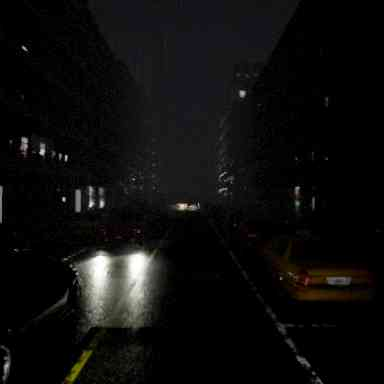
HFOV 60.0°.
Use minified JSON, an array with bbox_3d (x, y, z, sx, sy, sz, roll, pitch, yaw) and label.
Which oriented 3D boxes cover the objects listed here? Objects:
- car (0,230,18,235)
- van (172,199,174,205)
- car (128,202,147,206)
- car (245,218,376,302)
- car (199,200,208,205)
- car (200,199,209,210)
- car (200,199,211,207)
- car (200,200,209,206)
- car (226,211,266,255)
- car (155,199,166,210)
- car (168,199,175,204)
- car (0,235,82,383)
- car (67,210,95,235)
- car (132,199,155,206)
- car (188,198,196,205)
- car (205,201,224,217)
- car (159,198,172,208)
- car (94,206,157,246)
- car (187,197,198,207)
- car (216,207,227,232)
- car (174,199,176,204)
[{"bbox_3d":[-5.682,1.658,8.258,1.947,1.339,4.313,0,-1,0],"label":"car"},{"bbox_3d":[-5.615,2.230,74.836,1.690,1.788,3.998,0,-1,0],"label":"van"},{"bbox_3d":[-5.659,1.901,30.450,1.947,1.339,4.313,0,-1,0],"label":"car"},{"bbox_3d":[2.699,1.619,8.420,1.752,1.417,4.829,0,-1,0],"label":"car"},{"bbox_3d":[2.771,2.528,80.372,1.947,1.339,4.313,0,-1,0],"label":"car"},{"bbox_3d":[2.743,2.145,52.632,1.887,1.381,4.507,0,-1,0],"label":"car"},{"bbox_3d":[2.760,2.255,69.278,1.967,1.590,4.097,0,-1,0],"label":"car"},{"bbox_3d":[2.766,2.454,74.824,1.947,1.339,4.313,0,-1,0],"label":"car"},{"bbox_3d":[2.705,1.697,13.798,1.887,1.381,4.507,0,-1,0],"label":"car"},{"bbox_3d":[-5.637,2.152,52.640,2.008,1.369,4.403,0,-1,0],"label":"car"},{"bbox_3d":[-5.598,2.638,91.306,1.752,1.417,4.829,0,-1,0],"label":"car"},{"bbox_3d":[-3.102,1.618,4.818,1.994,1.385,4.181,0,-1,-1],"label":"car"},{"bbox_3d":[-5.671,1.737,19.186,1.752,1.417,4.829,0,-1,0],"label":"car"},{"bbox_3d":[-5.653,1.712,36.000,2.192,1.841,5.009,0,-1,0],"label":"car"},{"bbox_3d":[0.085,2.330,82.614,1.882,1.535,5.008,0,-1,0],"label":"car"},{"bbox_3d":[2.727,1.942,35.990,1.887,1.381,4.507,0,-1,0],"label":"car"},{"bbox_3d":[-5.626,2.059,63.740,2.192,1.841,5.009,0,-1,0],"label":"car"},{"bbox_3d":[-3.070,1.659,16.434,1.882,1.535,5.008,0,-1,0],"label":"car"},{"bbox_3d":[0.075,2.071,72.225,2.150,2.045,5.566,0,-1,0],"label":"car"},{"bbox_3d":[2.710,1.764,19.347,2.008,1.369,4.403,0,-1,0],"label":"car"},{"bbox_3d":[-5.604,2.589,85.929,2.008,1.369,4.403,0,-1,0],"label":"car"}]
